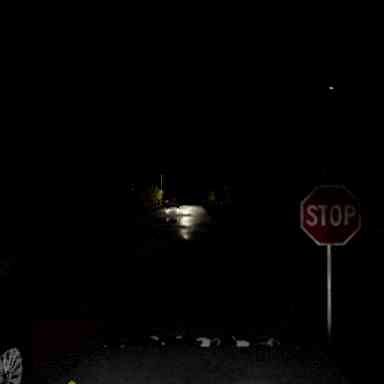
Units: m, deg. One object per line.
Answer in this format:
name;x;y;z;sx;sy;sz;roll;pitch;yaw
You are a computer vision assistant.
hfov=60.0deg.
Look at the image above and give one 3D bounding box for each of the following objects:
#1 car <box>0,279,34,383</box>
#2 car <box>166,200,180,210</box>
car;-2.753;1.490;1.940;2.128;1.511;4.902;0;0;0
car;-2.854;1.889;50.158;1.812;1.442;4.674;0;-1;0
